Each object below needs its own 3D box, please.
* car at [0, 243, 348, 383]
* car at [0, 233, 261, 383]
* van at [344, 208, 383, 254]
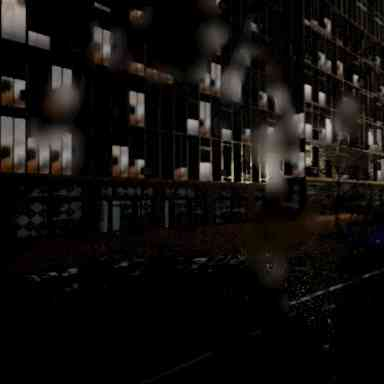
[{"bbox_3d":[-0.939,1.406,2.522,4.553,1.767,2.097,1,-1,-40],"label":"car"},{"bbox_3d":[-0.955,1.667,6.028,4.403,1.369,2.008,1,-1,-40],"label":"car"},{"bbox_3d":[7.720,1.545,13.404,3.998,1.788,1.690,1,-1,-40],"label":"van"}]
